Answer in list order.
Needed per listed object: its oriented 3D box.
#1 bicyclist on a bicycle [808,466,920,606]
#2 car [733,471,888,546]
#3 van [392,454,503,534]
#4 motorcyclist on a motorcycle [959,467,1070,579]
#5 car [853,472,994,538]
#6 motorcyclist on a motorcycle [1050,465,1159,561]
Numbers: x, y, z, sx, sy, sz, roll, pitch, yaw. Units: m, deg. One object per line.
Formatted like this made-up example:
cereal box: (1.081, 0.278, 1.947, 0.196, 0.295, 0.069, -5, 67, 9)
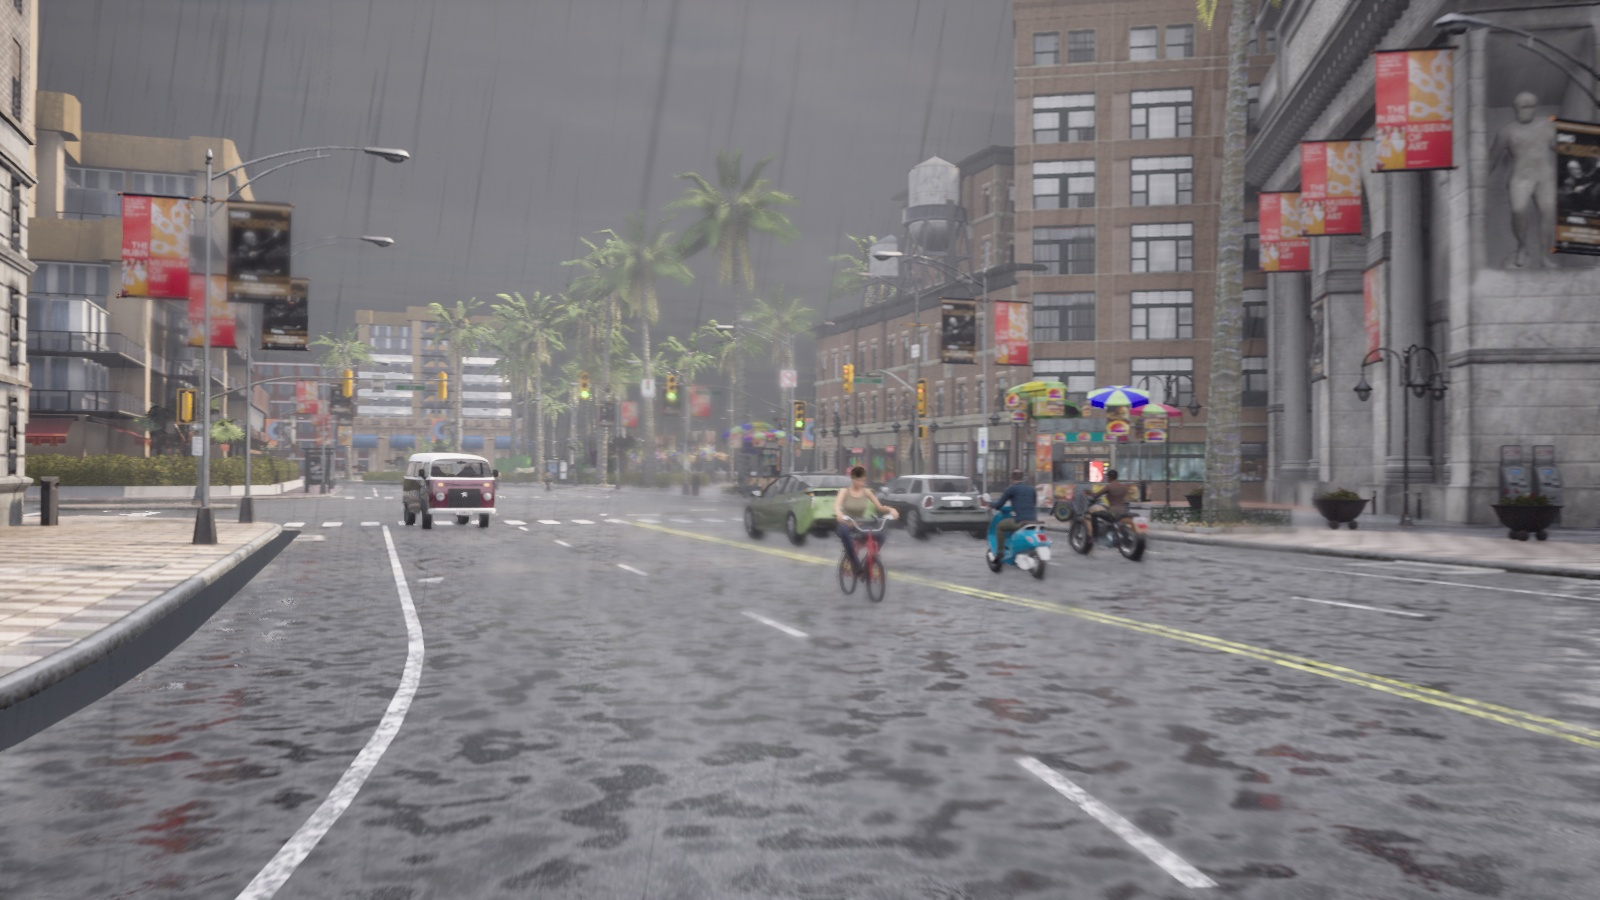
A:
bicyclist on a bicycle: (0.754, 1.004, 15.301, 0.866, 1.612, 1.509, 0, -1, -18)
car: (0.128, 1.230, 27.982, 2.007, 1.525, 4.514, 0, -1, -20)
van: (-9.717, 1.164, 34.417, 2.069, 2.038, 4.480, 1, -1, -27)
motorcyclist on a motorcycle: (3.203, 1.069, 18.911, 0.866, 1.590, 1.817, 0, -1, -19)
car: (2.916, 1.276, 30.500, 1.970, 1.475, 3.806, 0, -1, -19)
motorcyclist on a motorcycle: (5.517, 1.122, 22.954, 0.766, 1.649, 2.350, 0, -1, -19)
